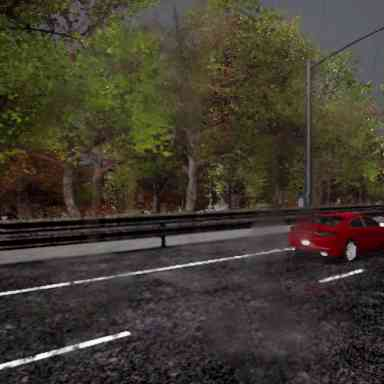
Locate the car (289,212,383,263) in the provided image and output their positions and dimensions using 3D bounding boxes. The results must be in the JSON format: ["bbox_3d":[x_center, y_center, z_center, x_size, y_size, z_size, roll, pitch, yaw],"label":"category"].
[{"bbox_3d":[5.664,1.480,12.157,5.008,1.535,1.882,0,0,-36],"label":"car"}]
